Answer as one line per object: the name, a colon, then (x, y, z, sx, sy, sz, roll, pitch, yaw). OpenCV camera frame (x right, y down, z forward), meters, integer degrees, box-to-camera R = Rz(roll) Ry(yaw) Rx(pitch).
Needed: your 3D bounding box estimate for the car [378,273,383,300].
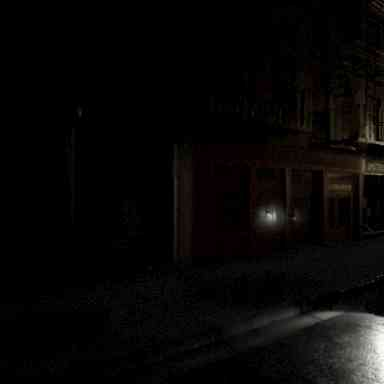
car: (5.644, 1.570, 6.790, 4.181, 1.385, 1.994, 0, 0, -36)
